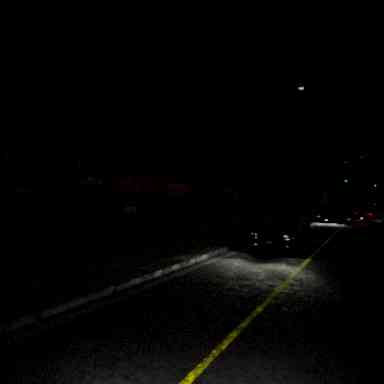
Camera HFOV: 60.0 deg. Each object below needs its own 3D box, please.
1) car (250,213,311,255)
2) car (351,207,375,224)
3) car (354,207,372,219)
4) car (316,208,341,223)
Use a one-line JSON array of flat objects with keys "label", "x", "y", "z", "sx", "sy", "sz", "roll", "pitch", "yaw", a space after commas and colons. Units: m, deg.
[{"label": "car", "x": 4.165, "y": 1.760, "z": 15.143, "sx": 1.882, "sy": 1.535, "sz": 5.008, "roll": 1, "pitch": -1, "yaw": 28}, {"label": "car", "x": 16.940, "y": 2.268, "z": 33.028, "sx": 1.837, "sy": 1.490, "sz": 4.892, "roll": 1, "pitch": -1, "yaw": 28}, {"label": "car", "x": 21.799, "y": 2.588, "z": 42.299, "sx": 1.895, "sy": 1.301, "sz": 4.718, "roll": 1, "pitch": -1, "yaw": 28}, {"label": "car", "x": 13.555, "y": 2.245, "z": 32.753, "sx": 2.033, "sy": 1.411, "sz": 5.357, "roll": 1, "pitch": -1, "yaw": 28}]
